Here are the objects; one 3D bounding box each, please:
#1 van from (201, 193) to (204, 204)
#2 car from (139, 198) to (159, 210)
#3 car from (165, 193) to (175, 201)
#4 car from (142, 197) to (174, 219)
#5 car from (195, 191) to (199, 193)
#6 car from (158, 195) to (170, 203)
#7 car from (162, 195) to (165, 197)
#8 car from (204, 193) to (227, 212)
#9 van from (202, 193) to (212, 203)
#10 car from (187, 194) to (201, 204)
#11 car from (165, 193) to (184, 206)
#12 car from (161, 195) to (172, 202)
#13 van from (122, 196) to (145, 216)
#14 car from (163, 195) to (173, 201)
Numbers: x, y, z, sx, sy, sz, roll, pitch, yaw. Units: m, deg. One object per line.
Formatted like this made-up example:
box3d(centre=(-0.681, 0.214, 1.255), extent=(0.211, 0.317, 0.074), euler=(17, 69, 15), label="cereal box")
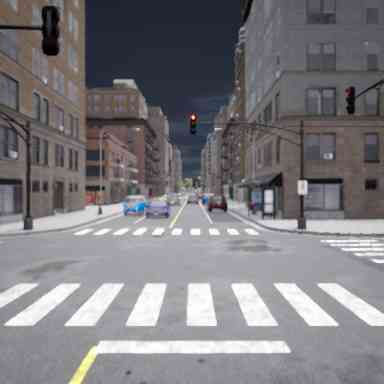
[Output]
box3d(centre=(2.767, 1.194, 52.842), extent=(1.690, 1.788, 3.998), euler=(0, 0, 0), label="van")
box3d(centre=(-5.344, 1.450, 42.041), extent=(1.947, 1.339, 4.313), euler=(0, 0, 0), label="car")
box3d(centre=(-5.277, 1.092, 79.884), extent=(2.192, 1.841, 5.009), euler=(0, 0, 0), label="car")
box3d(centre=(-2.809, 1.447, 28.495), extent=(1.812, 1.442, 4.674), euler=(0, 0, 0), label="car")
box3d(centre=(2.390, 1.111, 86.138), extent=(2.097, 1.767, 4.553), euler=(0, 0, 0), label="car")
box3d(centre=(-5.306, 1.349, 63.497), extent=(1.752, 1.417, 4.829), euler=(0, 0, 0), label="car")
box3d(centre=(-5.335, 1.414, 47.447), extent=(1.887, 1.381, 4.507), euler=(0, 0, 0), label="car")
box3d(centre=(2.757, 1.214, 36.623), extent=(2.192, 1.841, 5.009), euler=(0, 0, 0), label="car")
box3d(centre=(2.773, 1.163, 63.655), extent=(1.690, 1.788, 3.998), euler=(0, 0, 0), label="van")
box3d(centre=(0.140, 1.406, 56.739), extent=(1.994, 1.385, 4.181), euler=(0, 0, 1), label="car")
box3d(centre=(-2.752, 1.353, 50.295), extent=(2.128, 1.511, 4.902), euler=(0, 0, 0), label="car")
box3d(centre=(-5.296, 1.358, 69.072), extent=(2.008, 1.369, 4.403), euler=(0, 0, 0), label="car")
box3d(centre=(-5.363, 1.256, 31.228), extent=(1.690, 1.788, 3.998), euler=(0, 0, 0), label="van")
box3d(centre=(-5.287, 1.358, 74.479), extent=(1.947, 1.339, 4.313), euler=(0, 0, 0), label="car")
